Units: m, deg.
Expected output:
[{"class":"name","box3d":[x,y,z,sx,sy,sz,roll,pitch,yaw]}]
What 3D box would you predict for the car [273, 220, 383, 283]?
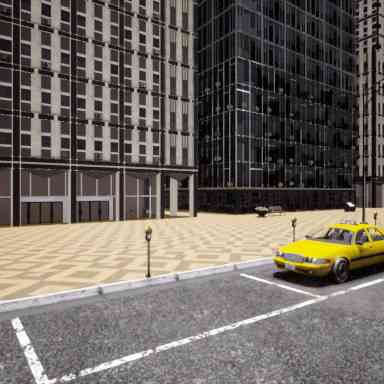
[{"class":"car","box3d":[4.407,1.526,9.653,4.829,1.417,1.752,0,0,-35]}]
